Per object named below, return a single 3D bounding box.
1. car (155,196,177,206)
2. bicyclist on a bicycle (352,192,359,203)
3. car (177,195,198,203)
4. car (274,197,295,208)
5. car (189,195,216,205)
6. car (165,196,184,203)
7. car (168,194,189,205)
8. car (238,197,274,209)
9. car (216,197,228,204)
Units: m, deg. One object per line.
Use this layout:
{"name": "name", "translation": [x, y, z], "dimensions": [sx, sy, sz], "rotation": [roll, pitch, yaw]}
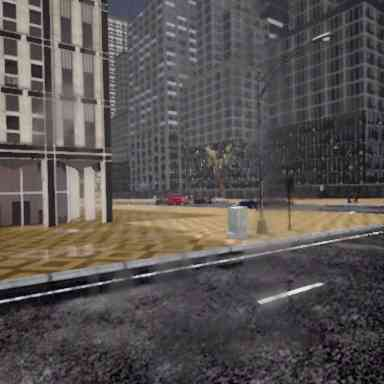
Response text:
{"name": "car", "translation": [-5.159, 1.844, 61.028], "dimensions": [1.994, 1.385, 4.181], "rotation": [-2, 0, -35]}
{"name": "bicyclist on a bicycle", "translation": [22.590, 0.761, 46.010], "dimensions": [1.656, 1.620, 0.582], "rotation": [-2, 1, -35]}
{"name": "car", "translation": [-1.094, 1.480, 72.169], "dimensions": [2.128, 1.511, 4.902], "rotation": [-2, 0, -35]}
{"name": "car", "translation": [10.897, 1.377, 43.771], "dimensions": [2.033, 1.411, 5.357], "rotation": [-2, 0, -35]}
{"name": "car", "translation": [1.927, 1.620, 62.369], "dimensions": [1.994, 1.385, 4.181], "rotation": [-2, 0, -35]}
{"name": "car", "translation": [-3.747, 1.567, 70.293], "dimensions": [1.812, 1.442, 4.674], "rotation": [-2, 0, -35]}
{"name": "car", "translation": [-2.685, 1.420, 63.145], "dimensions": [2.150, 2.045, 5.566], "rotation": [-2, 0, -35]}
{"name": "car", "translation": [7.825, 1.492, 42.493], "dimensions": [1.994, 1.385, 4.181], "rotation": [-2, 0, -35]}
{"name": "car", "translation": [4.665, 1.567, 64.029], "dimensions": [1.895, 1.301, 4.718], "rotation": [-2, 0, -35]}
